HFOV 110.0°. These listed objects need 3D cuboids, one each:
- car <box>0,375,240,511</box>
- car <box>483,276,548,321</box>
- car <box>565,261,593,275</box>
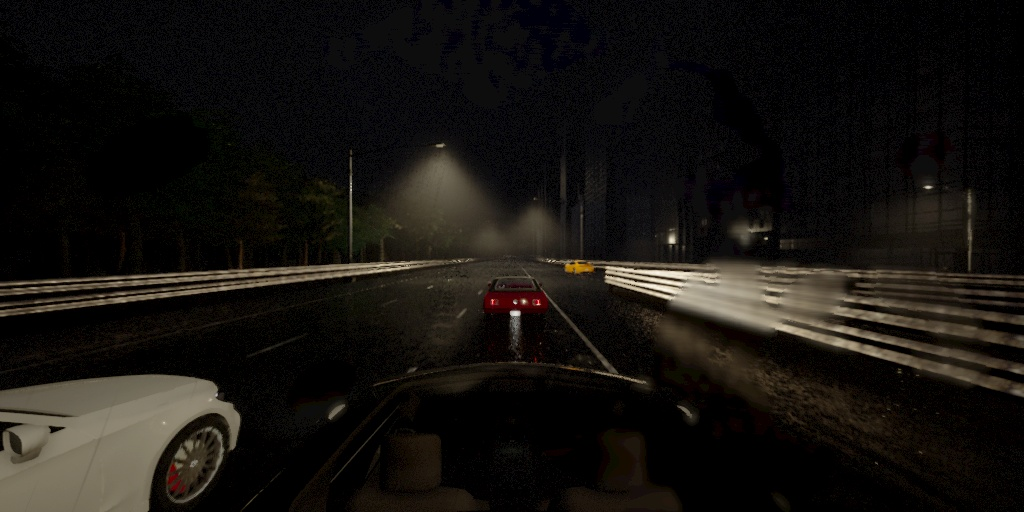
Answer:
[{"bbox_3d":[-3.402,1.276,1.308,1.812,1.442,4.674,0,0,0],"label":"car"},{"bbox_3d":[0.100,1.354,12.465,1.895,1.301,4.718,0,0,0],"label":"car"},{"bbox_3d":[7.332,1.264,39.678,1.882,1.535,5.008,0,0,-10],"label":"car"}]
